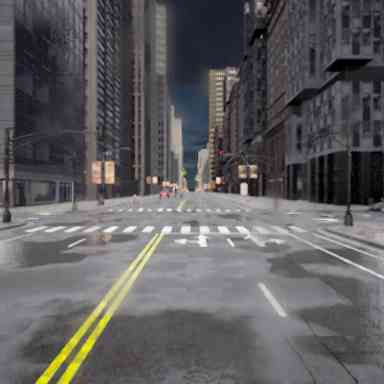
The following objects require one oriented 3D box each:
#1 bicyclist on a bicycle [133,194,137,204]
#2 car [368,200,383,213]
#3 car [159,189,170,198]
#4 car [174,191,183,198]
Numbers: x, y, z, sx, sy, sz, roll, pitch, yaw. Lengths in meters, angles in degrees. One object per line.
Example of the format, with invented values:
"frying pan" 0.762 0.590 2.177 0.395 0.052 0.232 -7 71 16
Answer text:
"bicyclist on a bicycle" -8.664 1.081 50.062 0.866 1.612 1.509 0 0 0
"car" 19.158 1.280 31.724 4.403 1.369 2.008 0 0 0
"car" -6.422 0.306 78.186 2.150 2.045 5.566 0 0 0
"car" -3.172 0.606 78.215 2.128 1.511 4.902 0 0 0
